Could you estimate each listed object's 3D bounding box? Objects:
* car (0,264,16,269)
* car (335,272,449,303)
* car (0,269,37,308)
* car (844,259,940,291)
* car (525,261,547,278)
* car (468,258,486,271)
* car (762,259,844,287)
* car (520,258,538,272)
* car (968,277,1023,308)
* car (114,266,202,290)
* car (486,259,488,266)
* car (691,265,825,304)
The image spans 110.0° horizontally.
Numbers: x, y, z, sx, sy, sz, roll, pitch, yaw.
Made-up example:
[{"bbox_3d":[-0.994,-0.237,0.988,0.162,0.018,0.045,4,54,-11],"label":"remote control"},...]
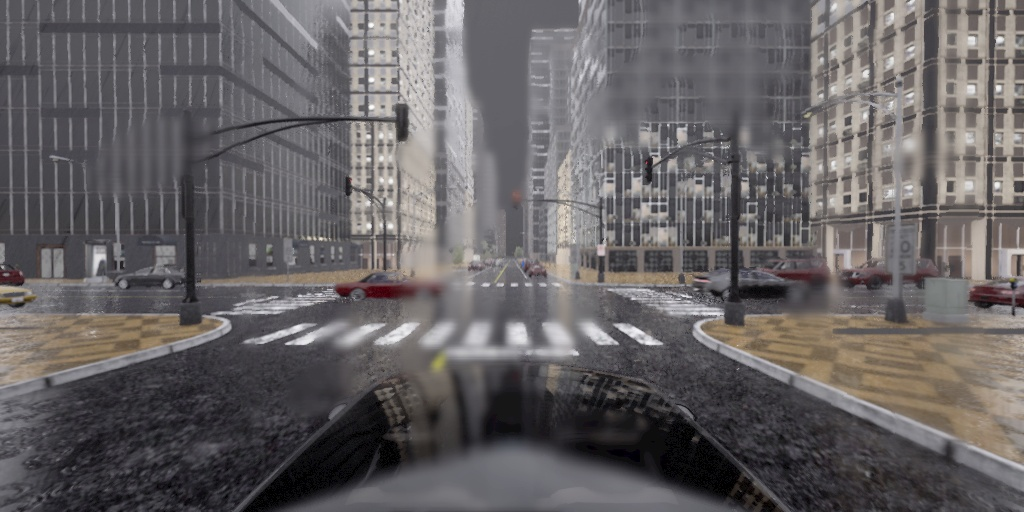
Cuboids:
[{"bbox_3d":[-32.556,1.150,21.716,4.097,1.591,1.967,0,0,0],"label":"car"},{"bbox_3d":[-5.328,1.400,16.396,4.718,1.301,1.895,0,0,0],"label":"car"},{"bbox_3d":[-21.256,1.344,13.669,4.829,1.417,1.751,0,0,0],"label":"car"},{"bbox_3d":[22.901,1.107,21.890,5.009,1.841,2.192,0,0,0],"label":"car"},{"bbox_3d":[2.547,1.445,36.018,1.802,1.307,4.207,0,0,0],"label":"car"},{"bbox_3d":[-5.294,1.355,52.570,1.967,1.591,4.097,0,0,0],"label":"car"},{"bbox_3d":[16.570,1.098,21.878,5.009,1.841,2.192,0,0,0],"label":"car"},{"bbox_3d":[2.572,1.213,47.068,2.192,1.841,5.009,0,0,0],"label":"car"},{"bbox_3d":[20.185,1.462,13.746,4.207,1.307,1.802,0,0,0],"label":"car"},{"bbox_3d":[-21.441,1.278,21.808,4.403,1.370,2.007,0,0,0],"label":"car"},{"bbox_3d":[-5.291,1.514,58.095,1.802,1.307,4.207,0,0,0],"label":"car"},{"bbox_3d":[10.840,1.329,16.417,4.902,1.511,2.128,0,1,0],"label":"car"}]
